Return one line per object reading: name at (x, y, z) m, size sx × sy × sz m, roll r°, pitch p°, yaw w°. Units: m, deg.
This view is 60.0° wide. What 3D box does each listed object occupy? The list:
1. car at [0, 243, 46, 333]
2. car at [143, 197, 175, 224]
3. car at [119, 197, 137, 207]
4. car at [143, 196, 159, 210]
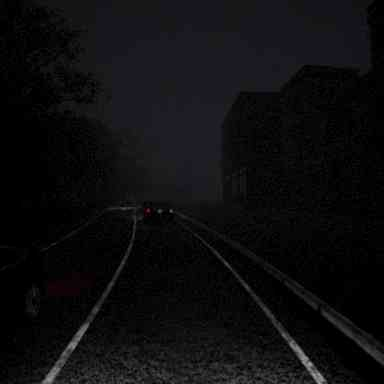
car at (-3.583, 1.495, 4.352) m, size 2.128 × 1.511 × 4.902 m, roll 0°, pitch 0°, yaw -3°
car at (-2.534, 1.330, 24.763) m, size 2.097 × 1.767 × 4.553 m, roll 1°, pitch 0°, yaw -9°
car at (-8.892, 1.412, 46.448) m, size 1.895 × 1.301 × 4.718 m, roll 0°, pitch 0°, yaw -2°
car at (-5.135, 1.334, 42.020) m, size 1.882 × 1.535 × 5.008 m, roll 0°, pitch 1°, yaw -6°
